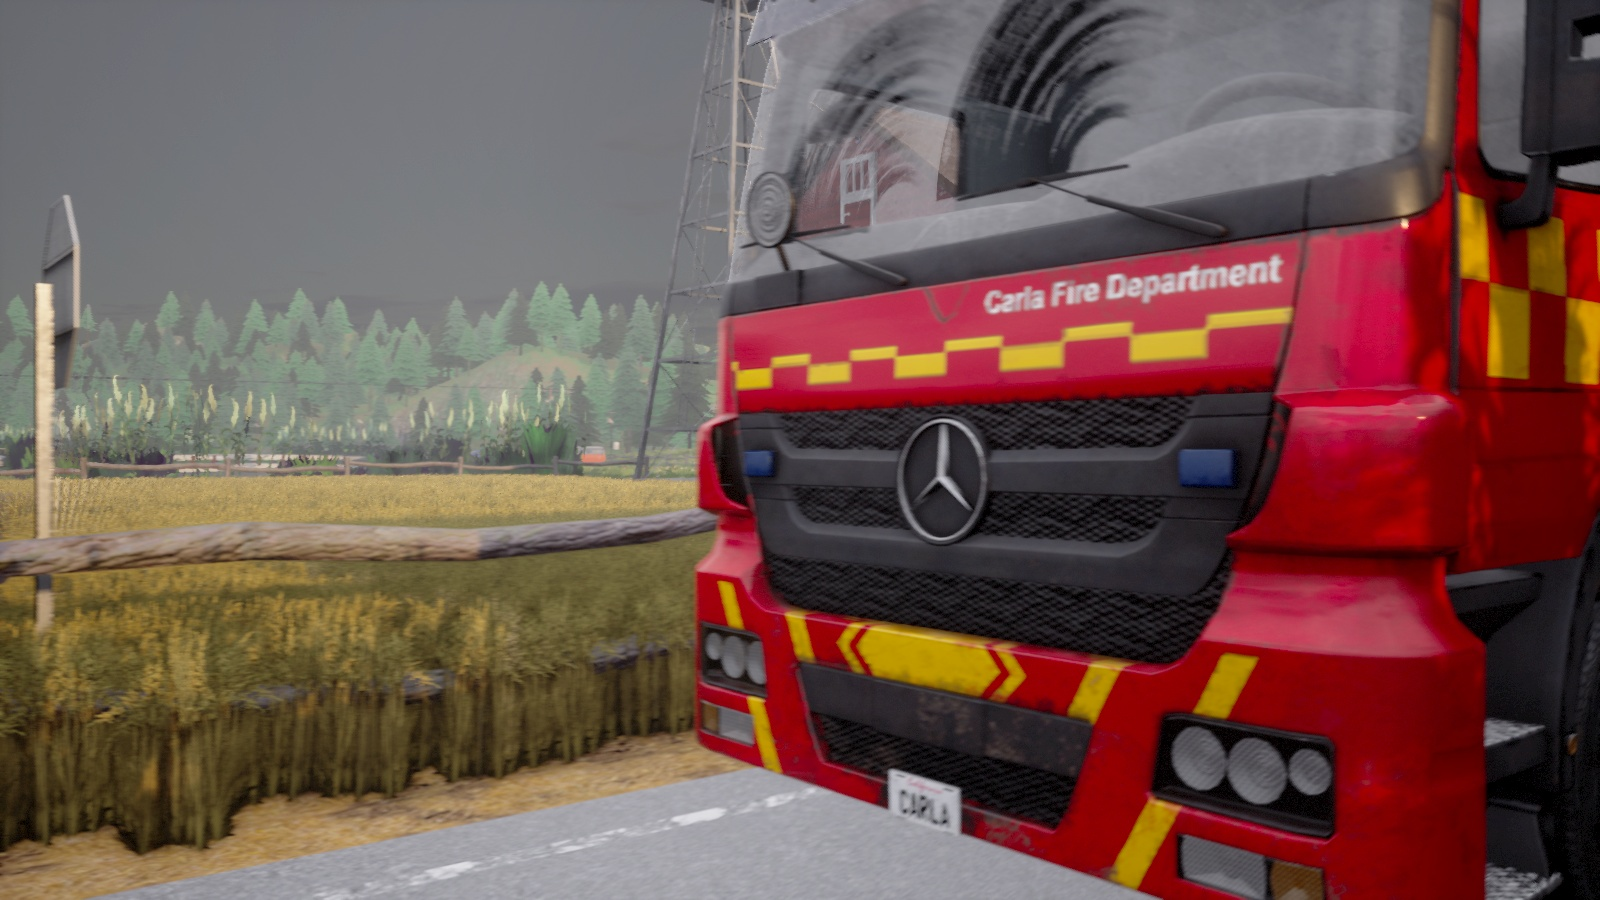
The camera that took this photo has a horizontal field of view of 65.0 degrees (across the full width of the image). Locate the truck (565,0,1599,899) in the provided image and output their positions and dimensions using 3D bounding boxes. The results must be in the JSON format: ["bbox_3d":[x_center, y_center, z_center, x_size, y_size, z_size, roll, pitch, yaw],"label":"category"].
[{"bbox_3d":[3.368,-0.429,6.079,8.468,3.827,2.891,0,0,-38],"label":"truck"}]
